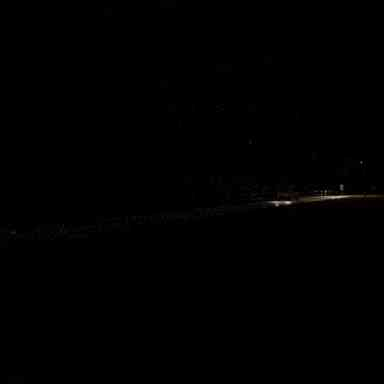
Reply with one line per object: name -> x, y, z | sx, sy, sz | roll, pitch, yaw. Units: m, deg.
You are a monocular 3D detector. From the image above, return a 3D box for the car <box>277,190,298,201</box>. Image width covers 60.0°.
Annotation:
car -> 14.289, 0.516, 49.524 | 1.882, 1.535, 5.008 | -1, 0, 35
